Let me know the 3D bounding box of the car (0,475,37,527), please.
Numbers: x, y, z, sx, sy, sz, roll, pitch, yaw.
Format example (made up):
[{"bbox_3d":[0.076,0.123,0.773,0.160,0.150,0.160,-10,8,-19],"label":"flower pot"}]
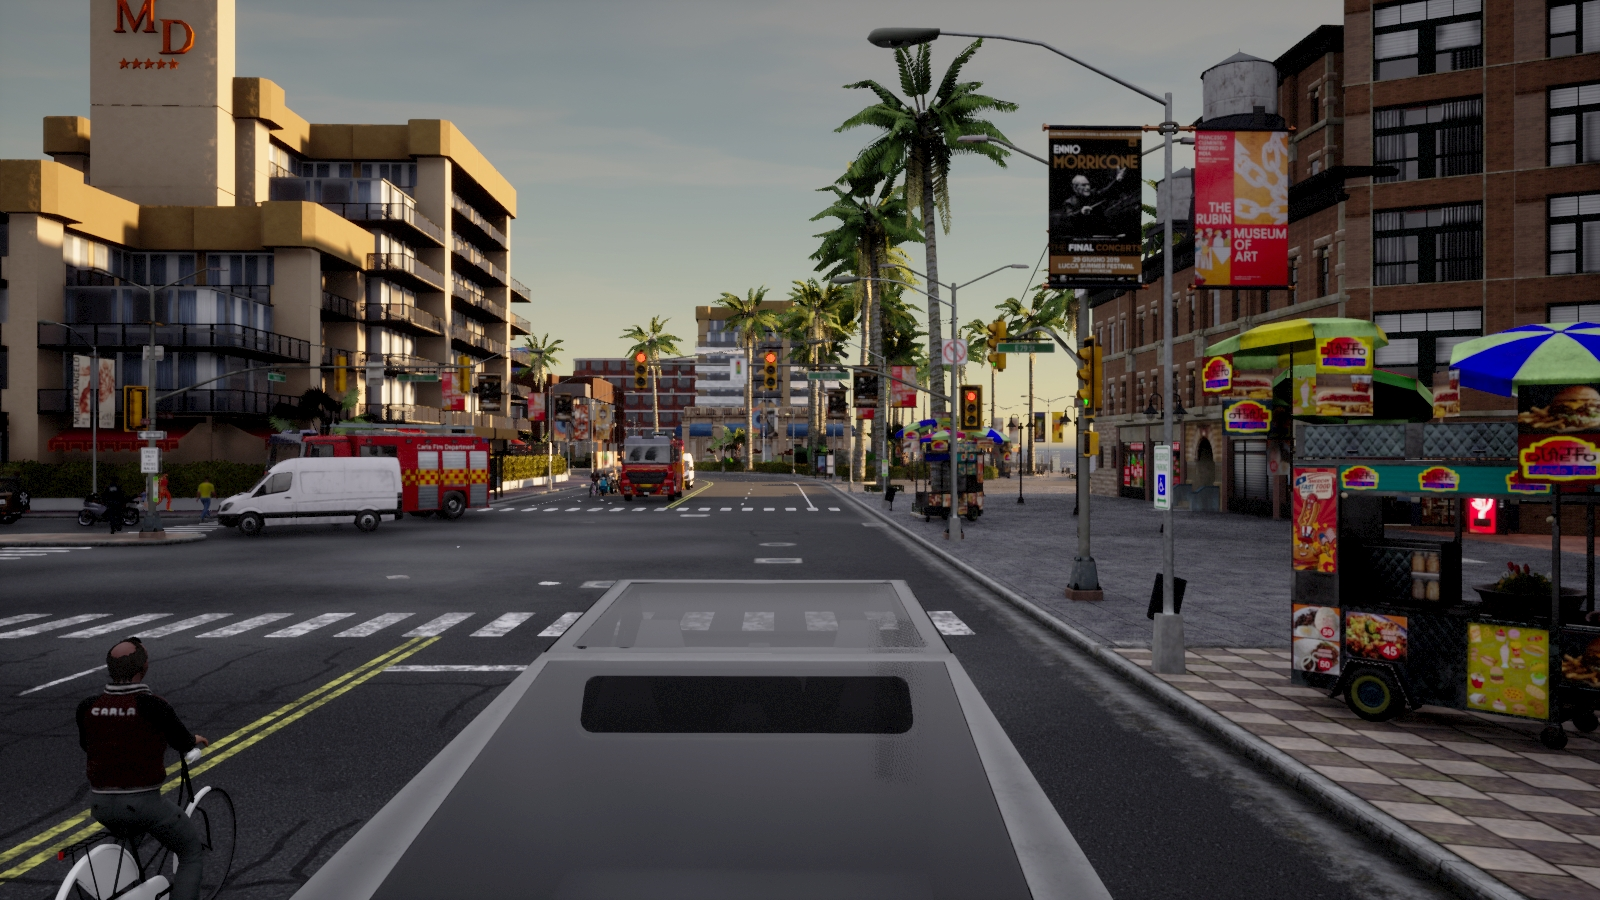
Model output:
[{"bbox_3d":[-31.074,1.864,42.073,4.605,1.855,1.932,0,0,-2],"label":"car"}]

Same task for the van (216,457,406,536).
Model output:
[{"bbox_3d":[-16.910,1.534,39.655,5.915,2.561,1.988,0,0,-25],"label":"van"}]

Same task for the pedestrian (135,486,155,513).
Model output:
[{"bbox_3d":[-27.600,2.077,48.143,0.500,1.100,0.500,0,0,8],"label":"pedestrian"}]

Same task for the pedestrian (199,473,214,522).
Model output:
[{"bbox_3d":[-23.120,1.848,44.490,0.375,1.860,0.375,0,0,-1],"label":"pedestrian"}]

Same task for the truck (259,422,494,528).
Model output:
[{"bbox_3d":[-16.585,0.890,45.386,2.891,3.827,8.468,0,0,40],"label":"truck"}]

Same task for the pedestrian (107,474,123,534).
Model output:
[{"bbox_3d":[-21.616,1.704,36.067,0.375,1.860,0.375,0,0,-18],"label":"pedestrian"}]

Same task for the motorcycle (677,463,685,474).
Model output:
[{"bbox_3d":[-14.189,2.182,136.549,0.856,1.236,1.805,0,0,-1],"label":"motorcycle"}]

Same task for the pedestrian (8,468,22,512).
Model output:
[{"bbox_3d":[-33.621,1.698,48.927,0.375,1.860,0.375,0,0,-11],"label":"pedestrian"}]

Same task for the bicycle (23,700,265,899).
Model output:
[{"bbox_3d":[-3.625,2.210,6.485,0.329,1.171,1.835,0,0,0],"label":"bicycle"}]

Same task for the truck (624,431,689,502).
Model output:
[{"bbox_3d":[-8.113,0.890,65.657,2.891,3.827,8.468,0,0,-1],"label":"truck"}]

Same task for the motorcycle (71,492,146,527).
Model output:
[{"bbox_3d":[-25.598,2.205,42.324,2.209,1.251,0.867,0,0,-5],"label":"motorcycle"}]

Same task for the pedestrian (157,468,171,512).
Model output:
[{"bbox_3d":[-27.140,1.696,48.726,0.375,1.860,0.375,0,0,8],"label":"pedestrian"}]

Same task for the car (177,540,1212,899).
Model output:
[{"bbox_3d":[-0.214,1.754,5.773,2.390,2.098,6.274,0,0,1],"label":"car"}]
